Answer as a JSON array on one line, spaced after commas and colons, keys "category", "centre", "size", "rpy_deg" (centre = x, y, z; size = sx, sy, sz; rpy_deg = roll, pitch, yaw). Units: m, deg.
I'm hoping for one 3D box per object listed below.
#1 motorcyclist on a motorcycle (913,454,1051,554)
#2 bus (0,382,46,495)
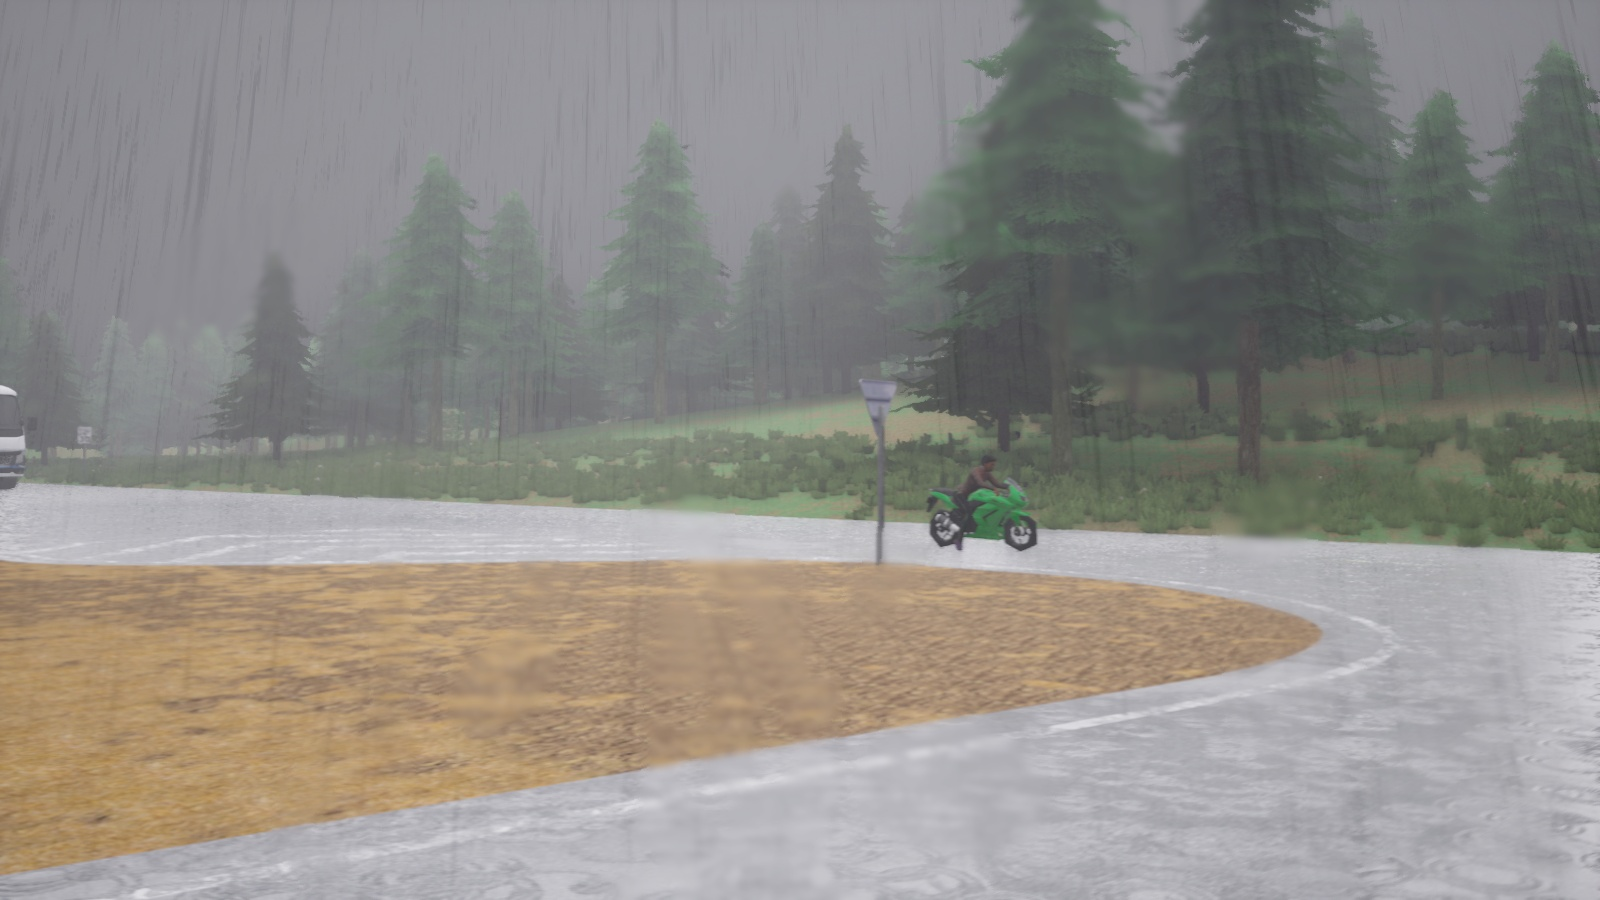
[{"category": "motorcyclist on a motorcycle", "centre": [2.884, 0.824, 20.030], "size": [2.044, 1.523, 0.797], "rpy_deg": [0, 0, 39]}, {"category": "bus", "centre": [-34.245, -0.430, 49.994], "size": [10.273, 4.253, 3.944], "rpy_deg": [0, 0, 39]}]
